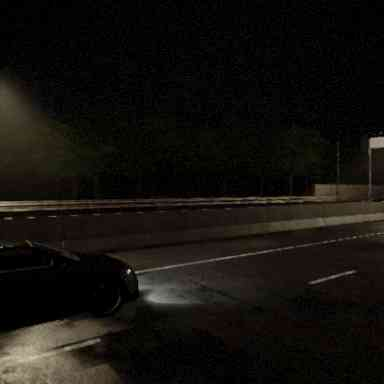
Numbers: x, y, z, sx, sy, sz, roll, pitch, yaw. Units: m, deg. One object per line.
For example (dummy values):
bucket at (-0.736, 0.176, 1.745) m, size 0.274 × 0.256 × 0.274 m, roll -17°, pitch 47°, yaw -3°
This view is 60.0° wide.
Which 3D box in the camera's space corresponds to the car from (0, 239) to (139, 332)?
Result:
car at (-3.086, 1.559, 5.969) m, size 4.181 × 1.385 × 1.994 m, roll 0°, pitch 0°, yaw -36°
